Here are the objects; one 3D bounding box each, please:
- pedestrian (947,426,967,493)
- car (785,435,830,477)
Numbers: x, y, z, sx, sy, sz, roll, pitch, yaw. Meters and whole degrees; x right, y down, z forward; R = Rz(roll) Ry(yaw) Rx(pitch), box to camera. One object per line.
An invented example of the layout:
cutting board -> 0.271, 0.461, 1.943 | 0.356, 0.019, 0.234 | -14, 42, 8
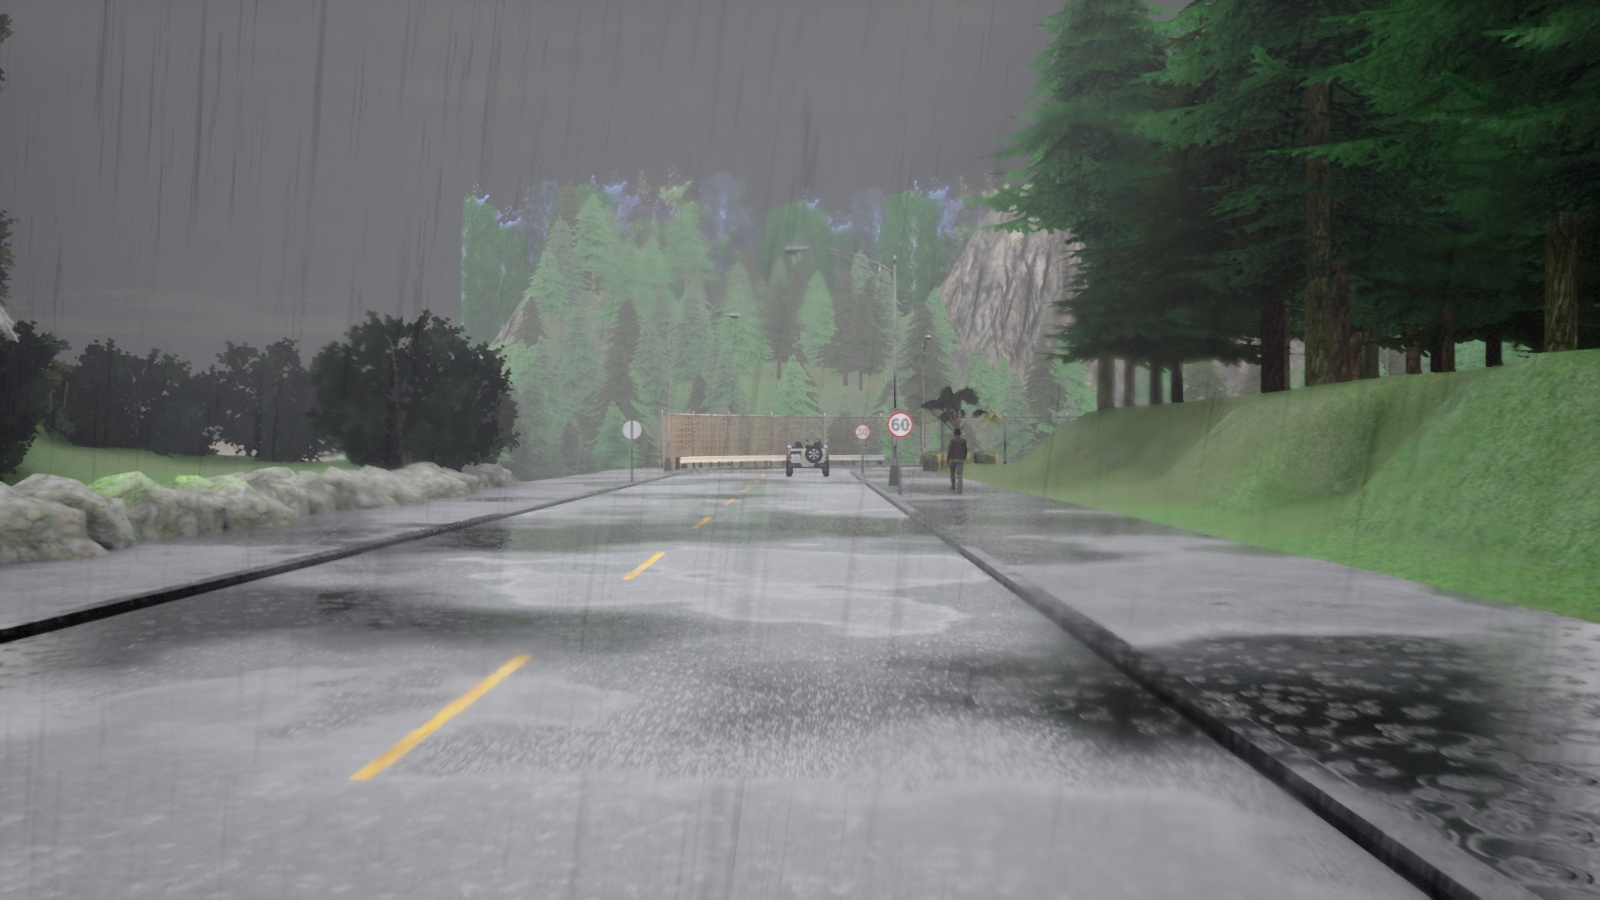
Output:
pedestrian -> 4.329, 0.265, 34.623 | 0.431, 1.840, 0.703 | 0, 0, -3
car -> 0.345, 0.242, 56.999 | 1.932, 1.855, 4.605 | 0, 0, 0
